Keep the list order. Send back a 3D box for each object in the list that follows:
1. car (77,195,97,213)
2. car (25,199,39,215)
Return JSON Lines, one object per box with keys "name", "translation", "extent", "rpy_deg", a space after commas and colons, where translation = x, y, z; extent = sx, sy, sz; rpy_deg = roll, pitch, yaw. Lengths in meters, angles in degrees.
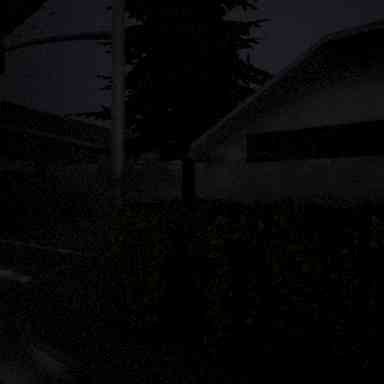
{"name": "car", "translation": [-10.416, 1.304, 35.159], "extent": [3.866, 1.878, 1.905], "rpy_deg": [0, 0, 35]}
{"name": "car", "translation": [-17.223, 1.470, 33.031], "extent": [4.611, 1.667, 2.242], "rpy_deg": [0, 0, 35]}
